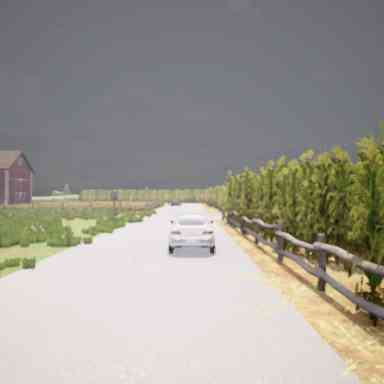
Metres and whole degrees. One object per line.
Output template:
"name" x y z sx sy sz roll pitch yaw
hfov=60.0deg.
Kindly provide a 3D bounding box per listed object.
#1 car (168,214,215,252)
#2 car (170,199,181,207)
"car" -0.003 1.660 14.378 1.812 1.442 4.674 0 0 0
"car" -3.165 2.153 65.040 2.033 1.411 5.357 0 -1 1
